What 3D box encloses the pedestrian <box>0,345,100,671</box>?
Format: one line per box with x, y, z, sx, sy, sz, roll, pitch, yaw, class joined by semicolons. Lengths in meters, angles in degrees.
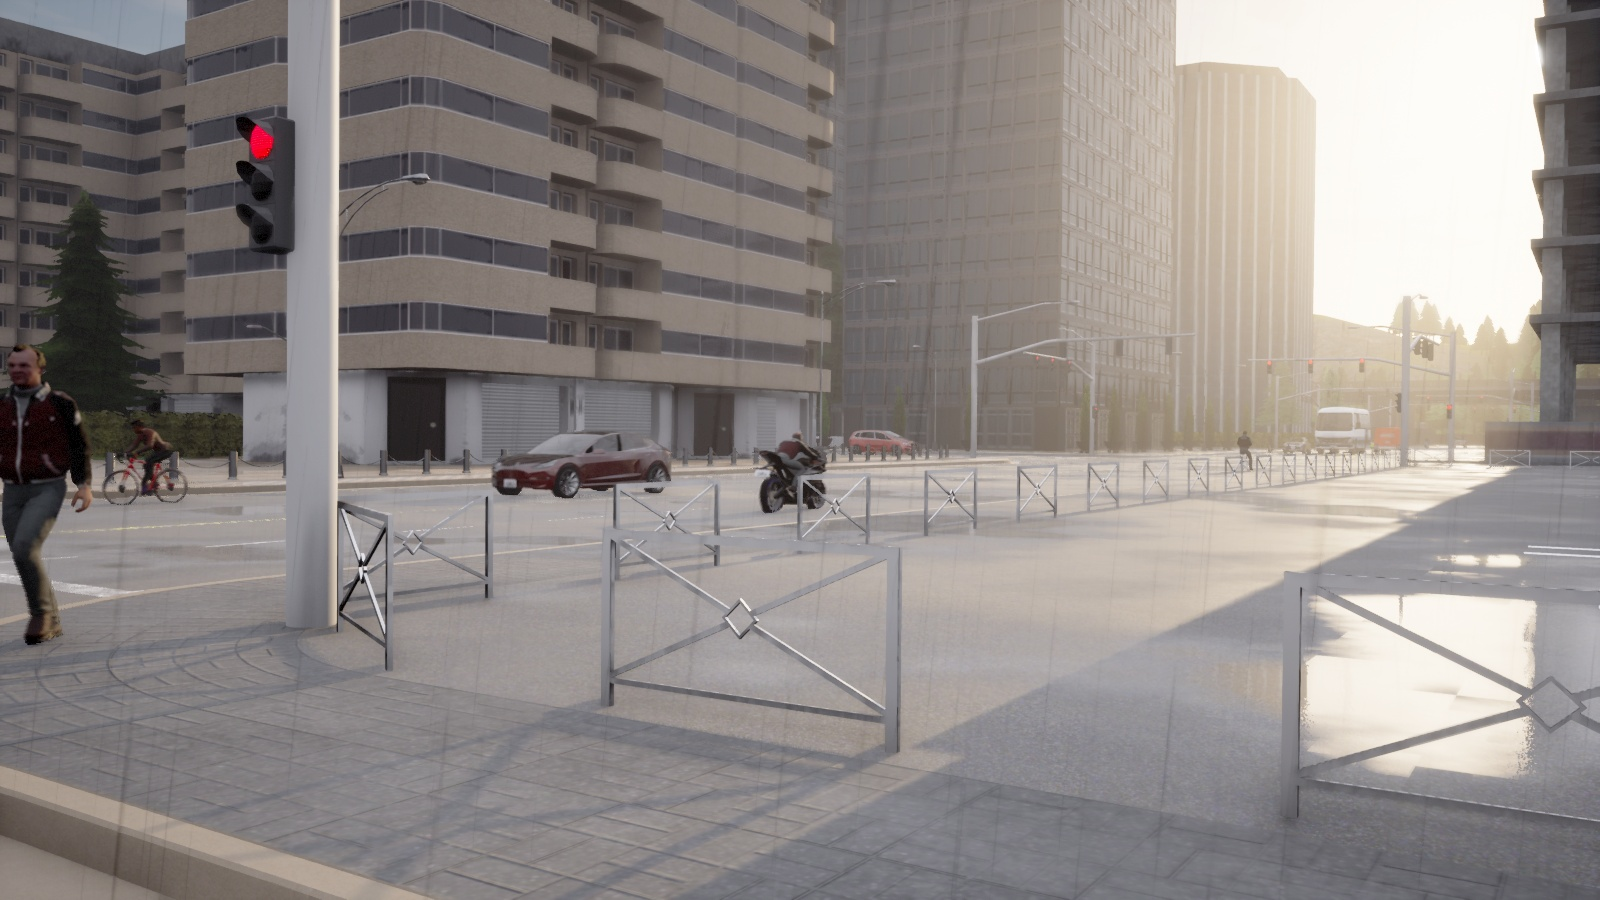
-4.577;0.329;7.497;0.376;1.854;0.720;-1;1;-1;pedestrian

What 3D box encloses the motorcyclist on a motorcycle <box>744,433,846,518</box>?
-0.071;0.444;23.665;0.866;1.530;2.191;0;1;33;motorcyclist on a motorcycle

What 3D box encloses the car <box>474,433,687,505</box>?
-4.946;0.380;29.033;2.163;1.488;4.792;0;1;33;car

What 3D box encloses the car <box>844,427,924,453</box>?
5.381;-0.632;80.848;4.611;1.667;2.242;0;1;32;car

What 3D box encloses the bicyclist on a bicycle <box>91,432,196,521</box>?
-12.428;0.472;23.818;0.582;1.620;1.656;0;1;33;bicyclist on a bicycle
